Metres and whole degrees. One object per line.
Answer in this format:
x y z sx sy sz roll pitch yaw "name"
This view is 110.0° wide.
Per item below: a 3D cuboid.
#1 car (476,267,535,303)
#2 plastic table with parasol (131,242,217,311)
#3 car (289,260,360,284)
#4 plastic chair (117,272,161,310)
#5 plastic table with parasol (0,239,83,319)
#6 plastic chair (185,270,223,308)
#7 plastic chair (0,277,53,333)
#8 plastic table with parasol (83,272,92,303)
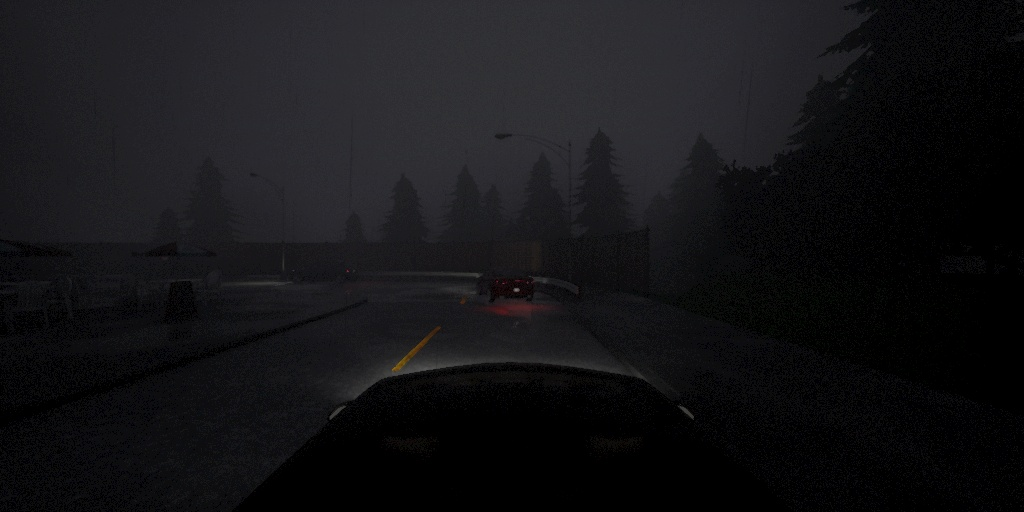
-0.438 1.236 16.971 1.882 1.535 5.008 0 0 -15 "car"
-13.370 0.674 14.299 2.482 2.480 2.482 0 0 0 "plastic table with parasol"
-13.625 1.116 26.079 4.553 1.767 2.097 0 0 0 "car"
-13.530 1.278 12.989 0.750 1.272 0.730 0 0 0 "plastic chair"
-14.089 0.674 9.439 2.482 2.480 2.482 0 0 0 "plastic table with parasol"
-12.120 1.278 14.149 0.730 1.272 0.750 0 0 0 "plastic chair"
-12.839 1.278 9.319 0.730 1.272 0.750 0 0 0 "plastic chair"
-17.680 0.674 12.839 2.482 2.480 2.482 0 0 0 "plastic table with parasol"
